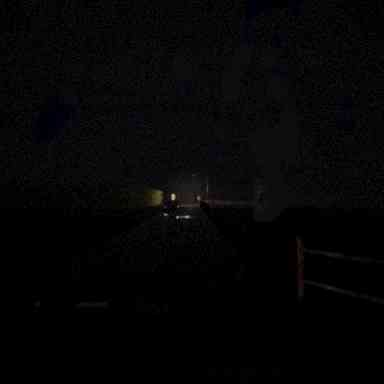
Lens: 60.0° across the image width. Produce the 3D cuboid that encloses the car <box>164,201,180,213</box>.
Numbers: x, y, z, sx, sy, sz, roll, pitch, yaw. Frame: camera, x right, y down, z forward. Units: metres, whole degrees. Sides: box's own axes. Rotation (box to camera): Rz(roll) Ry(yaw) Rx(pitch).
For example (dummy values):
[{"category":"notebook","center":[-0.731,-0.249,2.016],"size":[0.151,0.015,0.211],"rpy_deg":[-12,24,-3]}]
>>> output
[{"category":"car","center":[-2.754,2.069,47.518],"size":[2.097,1.767,4.553],"rpy_deg":[0,-1,0]}]
